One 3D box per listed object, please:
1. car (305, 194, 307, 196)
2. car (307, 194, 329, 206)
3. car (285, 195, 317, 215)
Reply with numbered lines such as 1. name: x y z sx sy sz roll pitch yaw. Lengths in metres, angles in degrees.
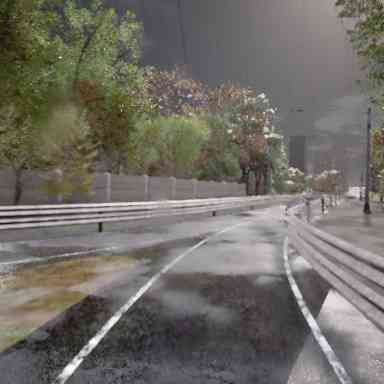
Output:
1. car: 21.766 1.040 61.576 1.882 1.535 5.008 1 1 27
2. car: 17.719 1.002 46.048 2.097 1.767 4.553 1 1 27
3. car: 9.777 1.302 30.152 1.994 1.385 4.181 1 1 26
